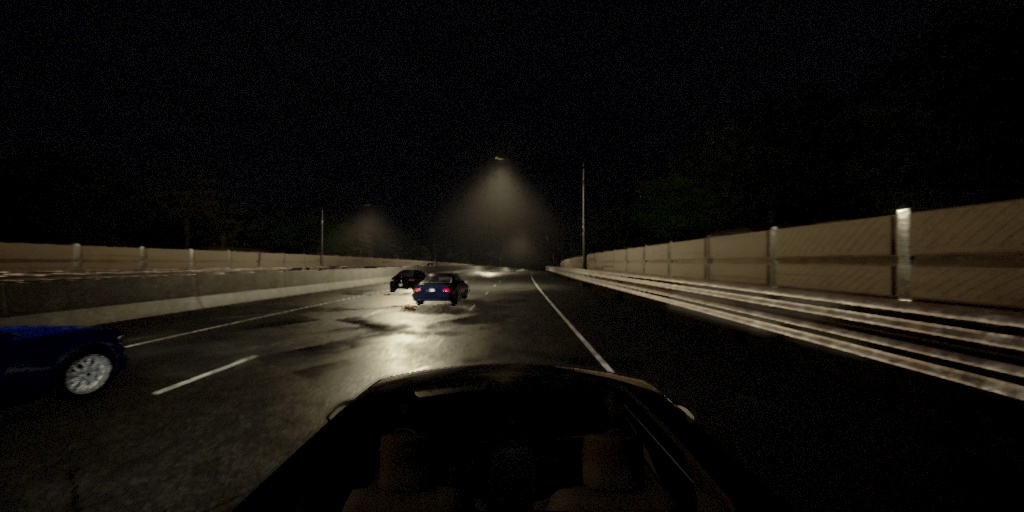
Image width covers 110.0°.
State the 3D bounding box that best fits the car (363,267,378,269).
[{"bbox_3d":[-16.875,1.981,42.563,1.812,1.442,4.674,0,-1,2],"label":"car"}]

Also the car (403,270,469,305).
[{"bbox_3d":[-3.300,1.521,17.389,2.033,1.411,5.357,0,-1,1],"label":"car"}]

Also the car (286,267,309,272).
[{"bbox_3d":[-23.950,1.933,40.599,1.812,1.442,4.674,0,-1,2],"label":"car"}]

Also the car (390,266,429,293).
[{"bbox_3d":[-6.691,1.626,24.005,1.812,1.442,4.674,0,-1,1],"label":"car"}]

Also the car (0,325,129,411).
[{"bbox_3d":[-6.894,1.236,3.459,1.882,1.535,5.008,0,-1,0],"label":"car"}]

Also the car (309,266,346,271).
[{"bbox_3d":[-20.434,1.912,40.972,2.128,1.511,4.902,0,-1,2],"label":"car"}]
